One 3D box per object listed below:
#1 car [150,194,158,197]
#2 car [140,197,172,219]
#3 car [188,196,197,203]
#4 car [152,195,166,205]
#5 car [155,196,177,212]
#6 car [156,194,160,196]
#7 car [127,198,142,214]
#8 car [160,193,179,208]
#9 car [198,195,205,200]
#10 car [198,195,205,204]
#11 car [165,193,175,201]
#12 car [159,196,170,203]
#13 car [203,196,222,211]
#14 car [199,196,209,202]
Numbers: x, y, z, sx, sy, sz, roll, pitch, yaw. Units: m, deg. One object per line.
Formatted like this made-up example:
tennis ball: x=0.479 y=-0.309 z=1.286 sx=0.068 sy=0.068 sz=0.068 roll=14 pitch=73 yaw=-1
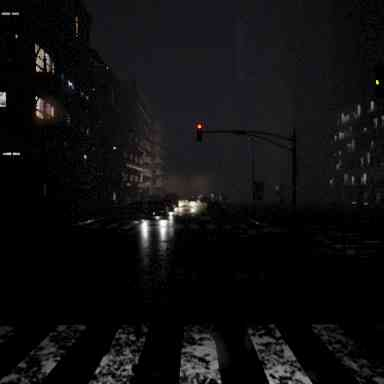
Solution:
car: x=-5.694 y=1.426 z=40.960 sx=1.967 sy=1.590 sz=4.097 roll=-1 pitch=0 yaw=0
car: x=-3.093 y=1.494 z=29.280 sx=1.837 sy=1.490 sz=4.892 roll=0 pitch=0 yaw=0
car: x=0.118 y=1.533 z=69.734 sx=2.033 sy=1.411 sz=5.357 roll=0 pitch=0 yaw=0
car: x=-5.690 y=1.425 z=57.907 sx=1.967 sy=1.590 sz=4.097 roll=-1 pitch=0 yaw=0
car: x=-3.087 y=1.512 z=39.035 sx=1.812 sy=1.442 sz=4.674 roll=0 pitch=0 yaw=0
car: x=-5.693 y=1.300 z=52.259 sx=2.192 sy=1.841 sz=5.009 roll=-1 pitch=0 yaw=0
car: x=-5.693 y=1.532 z=35.311 sx=1.887 sy=1.381 sz=4.507 roll=-1 pitch=0 yaw=0
car: x=-3.079 y=1.207 z=49.382 sx=2.150 sy=2.045 sz=5.566 roll=0 pitch=0 yaw=0
car: x=2.666 y=1.513 z=92.027 sx=1.752 sy=1.417 sz=4.829 roll=-1 pitch=0 yaw=0
car: x=2.660 y=1.536 z=63.611 sx=2.008 sy=1.369 sz=4.403 roll=-1 pitch=0 yaw=0
car: x=-5.686 y=1.302 z=86.152 sx=2.192 sy=1.841 sz=5.009 roll=-1 pitch=0 yaw=0
car: x=-5.686 y=1.567 z=69.205 sx=1.802 sy=1.307 sz=4.206 roll=-1 pitch=0 yaw=0
car: x=2.654 y=1.531 z=41.016 sx=1.887 sy=1.381 sz=4.507 roll=-1 pitch=0 yaw=0
car: x=2.663 y=1.530 z=74.910 sx=1.887 sy=1.381 sz=4.507 roll=-1 pitch=0 yaw=0
